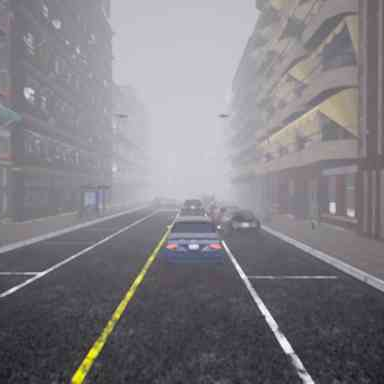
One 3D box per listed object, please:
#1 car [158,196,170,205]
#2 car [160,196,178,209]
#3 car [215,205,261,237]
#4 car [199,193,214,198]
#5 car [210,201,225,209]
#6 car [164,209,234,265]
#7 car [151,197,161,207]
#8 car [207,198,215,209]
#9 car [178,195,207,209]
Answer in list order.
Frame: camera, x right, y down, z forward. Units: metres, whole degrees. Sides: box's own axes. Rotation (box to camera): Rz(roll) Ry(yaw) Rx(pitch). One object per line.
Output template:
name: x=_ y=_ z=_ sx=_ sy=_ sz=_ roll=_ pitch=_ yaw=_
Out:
car: x=-5.326 y=1.534 z=63.318 sx=1.967 sy=1.590 sz=4.097 roll=-1 pitch=0 yaw=0
car: x=-2.842 y=1.613 z=46.472 sx=2.033 sy=1.411 sz=5.357 roll=0 pitch=0 yaw=0
car: x=2.523 y=1.588 z=17.795 sx=1.947 sy=1.339 sz=4.313 roll=-1 pitch=0 yaw=0
car: x=2.542 y=1.389 z=51.781 sx=2.192 sy=1.841 sz=5.009 roll=-1 pitch=0 yaw=0
car: x=2.523 y=1.575 z=23.459 sx=1.887 sy=1.381 sz=4.507 roll=-1 pitch=0 yaw=0
car: x=0.069 y=1.562 z=11.707 sx=2.033 sy=1.411 sz=5.357 roll=0 pitch=0 yaw=0
car: x=-5.326 y=1.514 z=52.015 sx=1.967 sy=1.590 sz=4.097 roll=-1 pitch=0 yaw=0
car: x=2.523 y=1.598 z=34.788 sx=2.008 sy=1.369 sz=4.403 roll=-1 pitch=0 yaw=0
car: x=0.085 y=1.394 z=31.202 sx=2.097 sy=1.767 sz=4.553 roll=0 pitch=0 yaw=0
